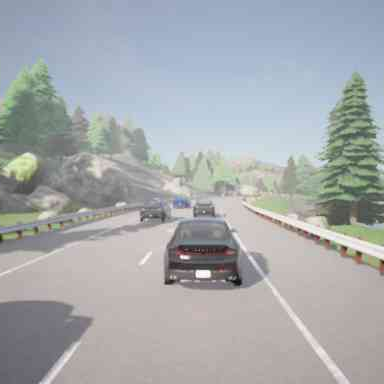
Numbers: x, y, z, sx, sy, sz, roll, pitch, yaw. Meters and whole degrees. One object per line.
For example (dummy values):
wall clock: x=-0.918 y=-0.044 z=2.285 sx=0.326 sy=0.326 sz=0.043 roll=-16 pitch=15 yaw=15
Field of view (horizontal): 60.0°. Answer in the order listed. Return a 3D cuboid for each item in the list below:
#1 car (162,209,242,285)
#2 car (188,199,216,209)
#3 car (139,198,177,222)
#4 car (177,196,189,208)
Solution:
car: x=0.303 y=1.469 z=9.422 sx=1.837 sy=1.490 sz=4.892 roll=0 pitch=0 yaw=2
car: x=1.088 y=1.382 z=29.423 sx=2.128 sy=1.511 sz=4.902 roll=0 pitch=0 yaw=3
car: x=-2.695 y=1.395 z=25.219 sx=2.128 sy=1.511 sz=4.902 roll=0 pitch=0 yaw=3
car: x=-1.264 y=1.308 z=44.726 sx=1.882 sy=1.535 sz=5.008 roll=0 pitch=0 yaw=6
